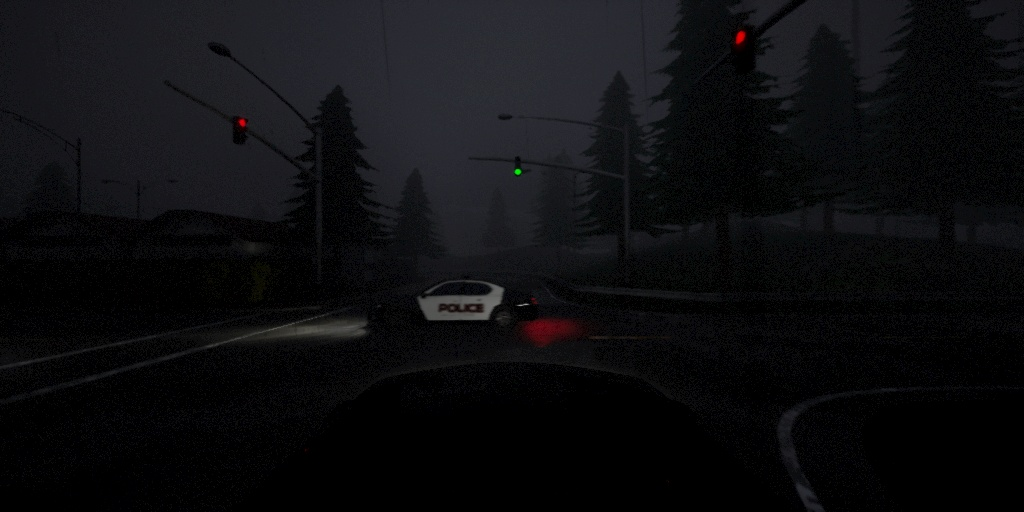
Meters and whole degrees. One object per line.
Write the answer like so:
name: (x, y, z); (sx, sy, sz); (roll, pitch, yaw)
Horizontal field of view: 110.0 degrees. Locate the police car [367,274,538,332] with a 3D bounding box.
police car: (-1.715, 1.372, 10.849); (4.974, 1.542, 2.038); (0, -1, 1)
